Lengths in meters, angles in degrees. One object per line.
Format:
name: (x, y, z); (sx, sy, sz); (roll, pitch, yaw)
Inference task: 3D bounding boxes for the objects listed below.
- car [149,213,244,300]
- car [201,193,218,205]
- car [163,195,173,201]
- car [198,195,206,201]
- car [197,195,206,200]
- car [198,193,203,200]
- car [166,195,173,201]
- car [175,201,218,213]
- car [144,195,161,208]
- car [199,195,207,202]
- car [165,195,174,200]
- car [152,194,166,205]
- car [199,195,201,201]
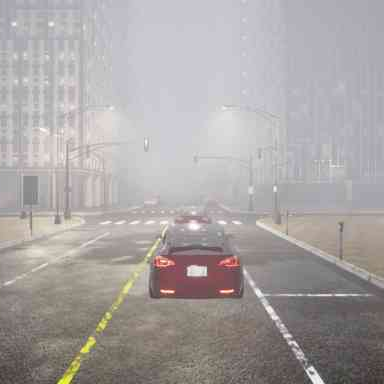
car: (0.079, 1.502, 8.457); (2.163, 1.488, 4.792); (0, 0, 0)
car: (2.710, 1.398, 48.216); (1.967, 1.590, 4.097); (0, 0, 0)
car: (-5.881, 1.425, 82.252); (2.008, 1.369, 4.403); (0, 0, 0)
car: (2.500, 1.419, 82.266); (1.887, 1.381, 4.507); (0, 0, 0)
car: (2.486, 1.407, 87.940); (2.008, 1.369, 4.403); (0, 0, 0)
car: (2.528, 1.220, 70.917); (2.192, 1.841, 5.009); (0, 0, 0)
car: (-5.868, 1.435, 76.577); (1.887, 1.381, 4.507); (0, 0, 0)
car: (0.048, 1.496, 18.452); (2.163, 1.488, 4.792); (0, 0, 0)
car: (-5.930, 1.483, 48.027); (1.752, 1.417, 4.829); (0, 0, 0)
car: (2.513, 1.415, 76.762); (1.752, 1.417, 4.829); (0, 0, 0)
car: (-5.894, 1.407, 87.928); (2.008, 1.369, 4.403); (0, 0, 0)
car: (-5.913, 1.261, 53.875); (2.192, 1.841, 5.009); (0, 0, 0)
car: (2.665, 1.497, 53.895); (2.008, 1.369, 4.403); (0, 0, 0)
